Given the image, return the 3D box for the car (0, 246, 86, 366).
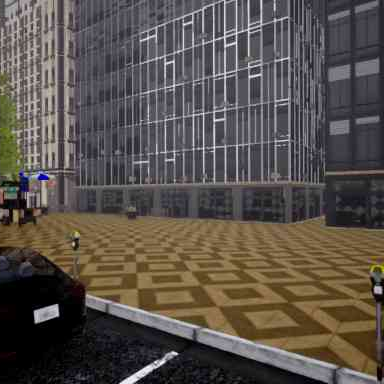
[{"bbox_3d":[-3.519,1.566,5.398,4.313,1.339,1.947,0,0,36],"label":"car"}]
